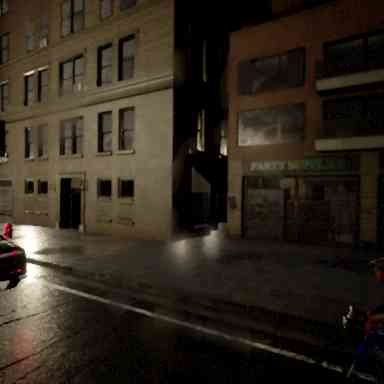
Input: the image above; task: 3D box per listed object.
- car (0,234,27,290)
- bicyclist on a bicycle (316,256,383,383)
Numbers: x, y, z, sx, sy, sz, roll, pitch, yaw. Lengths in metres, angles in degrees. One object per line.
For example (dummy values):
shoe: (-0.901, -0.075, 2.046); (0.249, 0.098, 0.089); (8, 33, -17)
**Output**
car: (-5.815, 1.481, 7.826); (4.902, 1.511, 2.128); (0, 0, 36)
bicyclist on a bicycle: (2.041, 1.452, 3.202); (1.656, 1.620, 0.582); (0, 0, 36)
